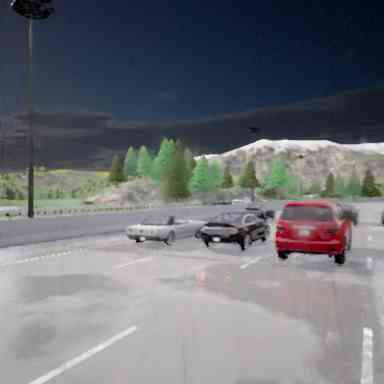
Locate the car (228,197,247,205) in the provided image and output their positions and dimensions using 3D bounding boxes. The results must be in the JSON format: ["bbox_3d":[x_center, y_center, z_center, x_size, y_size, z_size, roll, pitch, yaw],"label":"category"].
[{"bbox_3d":[9.697,1.928,66.396,2.150,2.045,5.566,0,-1,28],"label":"car"}]

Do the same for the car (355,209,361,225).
[{"bbox_3d":[12.282,1.781,26.692,1.837,1.490,4.892,0,0,29],"label":"car"}]

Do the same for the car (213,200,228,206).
[{"bbox_3d":[6.608,2.322,68.029,1.895,1.301,4.718,0,-1,28],"label":"car"}]

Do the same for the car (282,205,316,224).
[{"bbox_3d":[9.189,1.860,28.324,1.994,1.385,4.181,0,-1,28],"label":"car"}]

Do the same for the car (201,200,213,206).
[{"bbox_3d":[3.531,2.300,69.696,1.994,1.385,4.181,0,-1,28],"label":"car"}]

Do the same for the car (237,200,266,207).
[{"bbox_3d":[6.108,1.810,29.990,2.128,1.511,4.902,0,-1,29],"label":"car"}]

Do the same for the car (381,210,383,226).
[{"bbox_3d":[15.294,1.816,24.905,1.994,1.385,4.181,0,-1,29],"label":"car"}]

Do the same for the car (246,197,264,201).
[{"bbox_3d":[12.825,2.037,64.845,2.097,1.767,4.553,0,-1,29],"label":"car"}]

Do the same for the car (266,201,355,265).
[{"bbox_3d":[4.745,1.357,12.644,2.150,2.045,5.566,0,0,28],"label":"car"}]

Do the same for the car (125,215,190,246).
[{"bbox_3d":[-1.093,1.782,16.549,1.895,1.301,4.718,0,-1,29],"label":"car"}]

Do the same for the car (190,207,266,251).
[{"bbox_3d":[2.112,1.655,15.116,2.128,1.511,4.902,0,-1,29],"label":"car"}]
